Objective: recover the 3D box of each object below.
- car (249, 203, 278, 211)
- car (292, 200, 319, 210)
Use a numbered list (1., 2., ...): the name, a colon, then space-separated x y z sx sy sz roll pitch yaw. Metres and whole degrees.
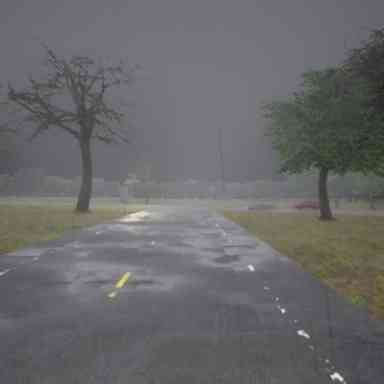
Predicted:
1. car: 13.491 2.809 62.949 5.357 1.411 2.033 2 0 0
2. car: 23.924 2.763 69.902 5.566 2.045 2.150 2 0 0
